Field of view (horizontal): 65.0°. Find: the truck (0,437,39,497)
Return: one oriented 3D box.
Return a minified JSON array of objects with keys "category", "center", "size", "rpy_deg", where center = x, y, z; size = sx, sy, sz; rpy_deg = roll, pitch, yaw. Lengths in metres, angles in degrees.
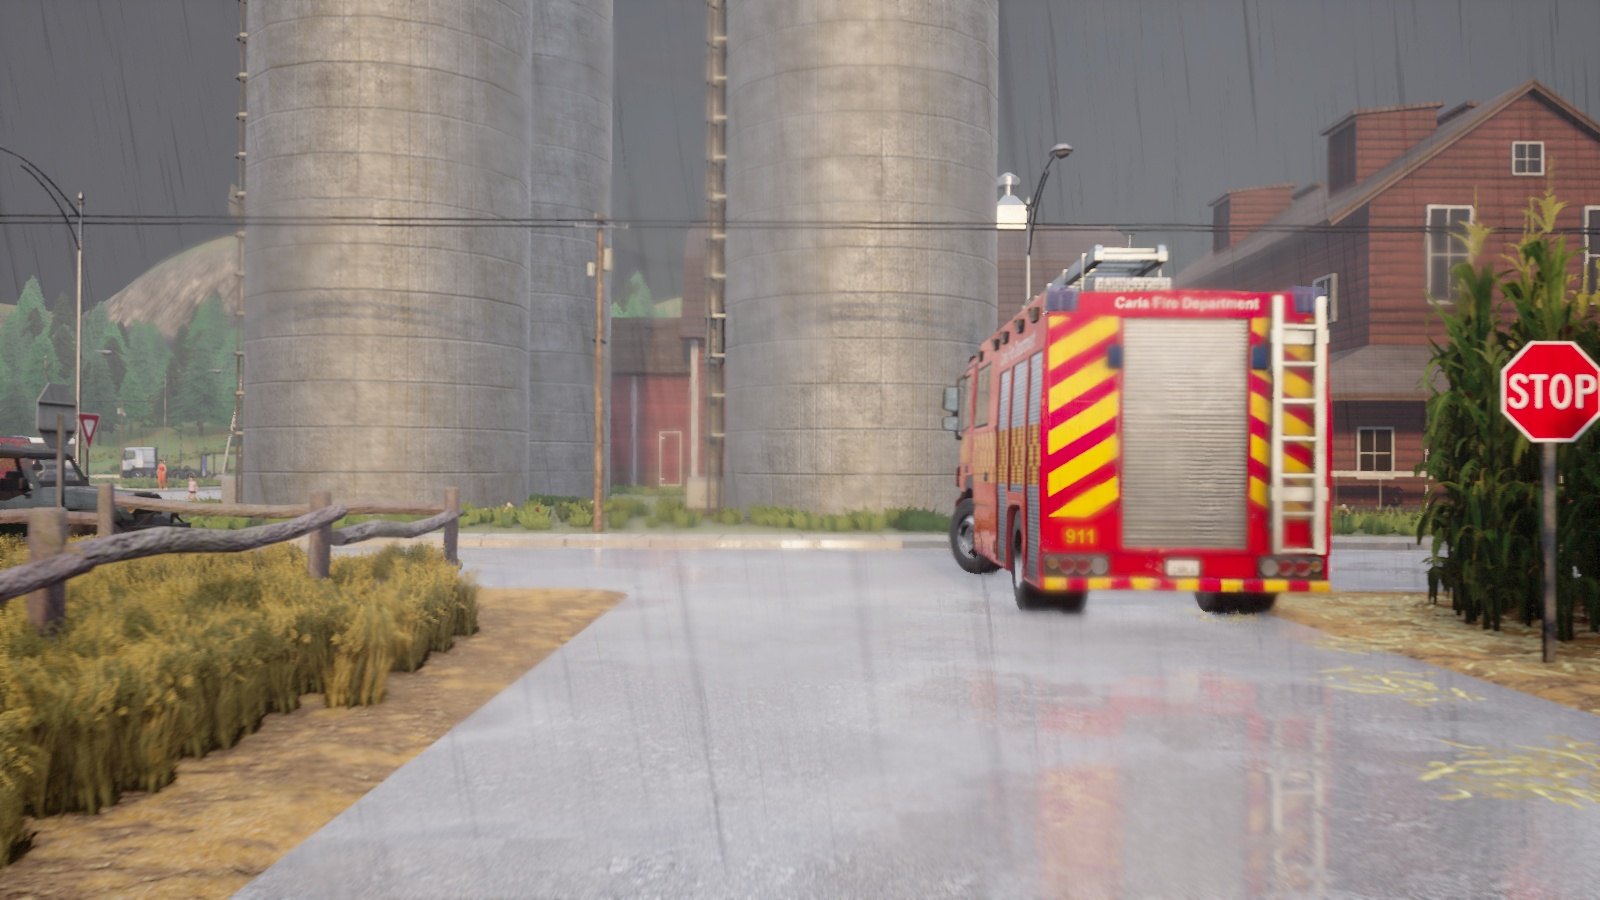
[{"category":"truck","center":[-52.720,1.096,80.467],"size":[2.891,3.827,8.468],"rpy_deg":[0,-1,-1]}]

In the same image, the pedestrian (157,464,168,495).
[{"category":"pedestrian","center":[-38.820,1.799,76.458],"size":[0.345,1.836,0.594],"rpy_deg":[0,-1,-4]}]

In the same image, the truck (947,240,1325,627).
[{"category":"truck","center":[3.823,-0.107,16.687],"size":[2.891,3.827,8.468],"rpy_deg":[0,-1,1]}]

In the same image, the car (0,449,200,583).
[{"category":"car","center":[-11.281,0.944,18.596],"size":[3.866,1.878,1.905],"rpy_deg":[0,-1,0]}]
